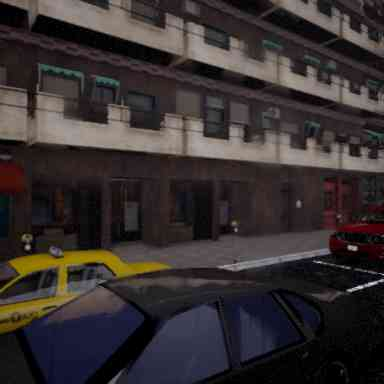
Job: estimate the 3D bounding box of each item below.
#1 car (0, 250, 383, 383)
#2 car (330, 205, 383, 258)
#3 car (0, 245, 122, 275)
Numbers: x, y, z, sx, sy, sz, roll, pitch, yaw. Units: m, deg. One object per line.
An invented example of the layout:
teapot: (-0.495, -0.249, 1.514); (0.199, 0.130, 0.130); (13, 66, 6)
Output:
car: (-0.220, 1.556, 3.207); (5.357, 1.411, 2.033); (0, 0, -35)
car: (6.871, 1.376, 11.450); (5.009, 1.841, 2.192); (0, 0, -35)
car: (-2.291, 1.530, 4.921); (4.829, 1.417, 1.752); (0, 0, -35)
